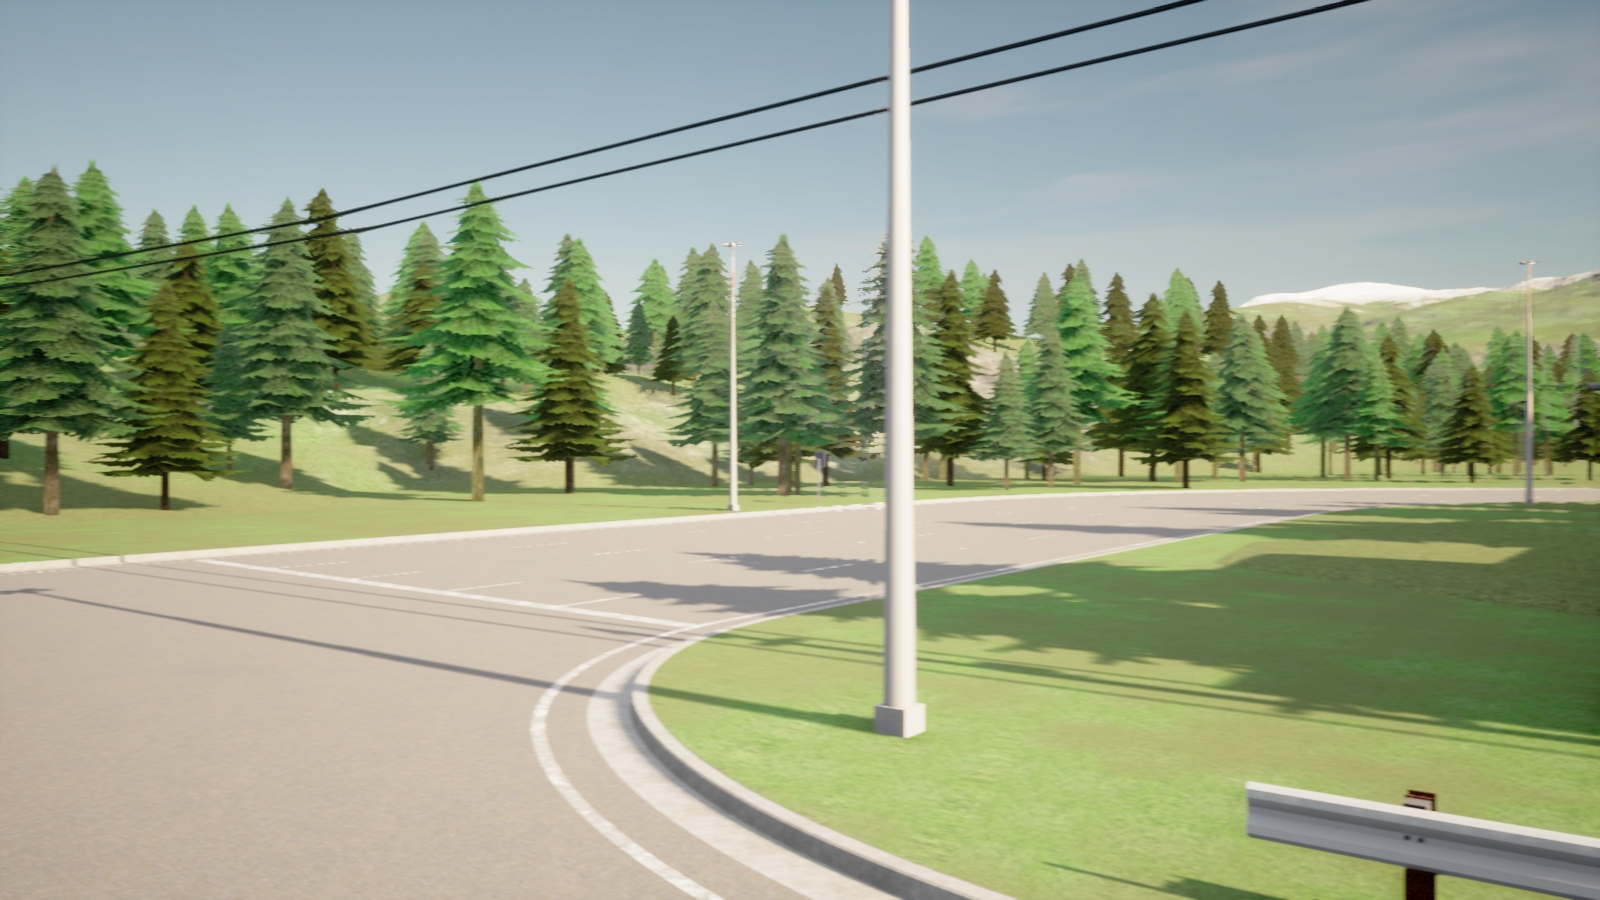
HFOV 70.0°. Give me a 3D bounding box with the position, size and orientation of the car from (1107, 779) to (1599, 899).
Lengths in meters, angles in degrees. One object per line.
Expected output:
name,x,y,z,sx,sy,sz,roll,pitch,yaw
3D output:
car,3.081,1.980,1.638,5.238,1.638,2.097,0,0,35
